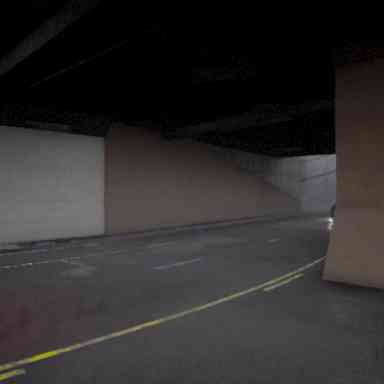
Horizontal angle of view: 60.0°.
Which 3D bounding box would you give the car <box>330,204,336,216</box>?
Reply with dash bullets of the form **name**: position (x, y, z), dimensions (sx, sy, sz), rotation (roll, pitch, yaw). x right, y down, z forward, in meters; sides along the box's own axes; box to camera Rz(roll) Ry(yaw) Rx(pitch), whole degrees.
- **car**: position (15.587, 1.696, 33.990), dimensions (2.128, 1.511, 4.902), rotation (-1, -1, 39)
